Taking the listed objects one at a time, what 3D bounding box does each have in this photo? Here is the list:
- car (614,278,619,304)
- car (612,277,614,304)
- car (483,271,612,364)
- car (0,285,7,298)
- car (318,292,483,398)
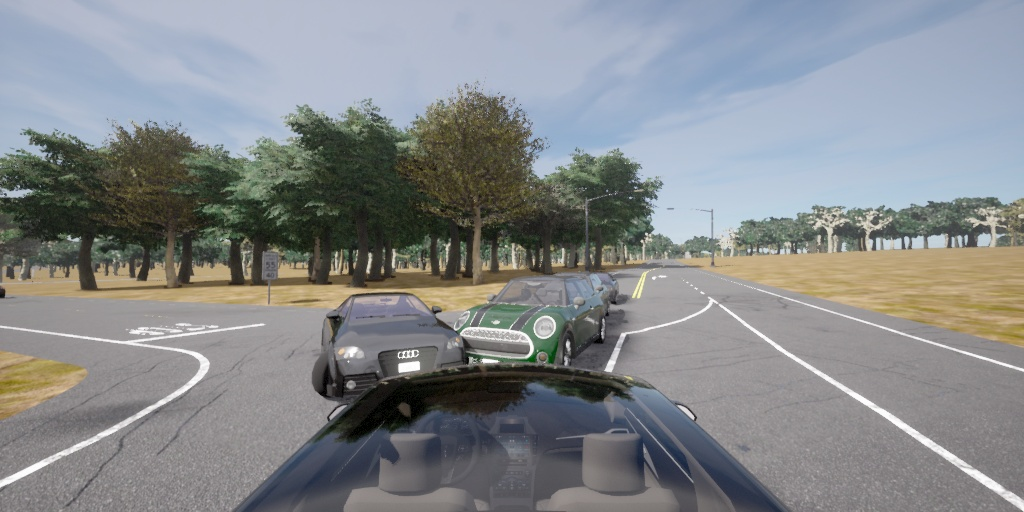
[{"bbox_3d":[4.228,1.508,17.829,1.994,1.385,4.181,-1,0,19],"label":"car"},{"bbox_3d":[2.031,1.343,12.103,2.097,1.767,4.553,-1,-1,21],"label":"car"},{"bbox_3d":[0.623,1.217,7.791,2.097,1.767,4.553,-1,-2,26],"label":"car"},{"bbox_3d":[-40.845,2.559,27.369,4.181,1.385,1.994,-2,-3,22],"label":"car"},{"bbox_3d":[-2.350,1.375,6.587,1.994,1.385,4.181,1,-2,-29],"label":"car"}]
